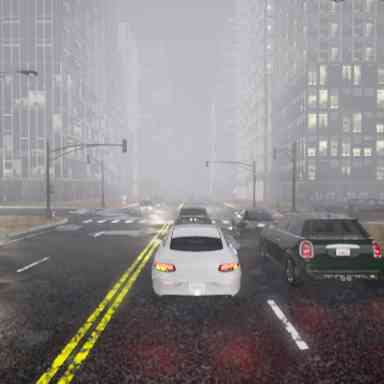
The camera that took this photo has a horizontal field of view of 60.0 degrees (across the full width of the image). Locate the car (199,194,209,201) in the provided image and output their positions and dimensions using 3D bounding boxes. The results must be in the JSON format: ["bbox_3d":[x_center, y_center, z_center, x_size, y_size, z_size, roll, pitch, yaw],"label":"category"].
[{"bbox_3d":[3.048,1.357,80.356,1.882,1.535,5.008,0,0,0],"label":"car"}]

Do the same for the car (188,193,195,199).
[{"bbox_3d":[-0.229,1.176,90.765,1.882,1.535,5.008,0,0,0],"label":"car"}]

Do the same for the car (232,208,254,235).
[{"bbox_3d":[3.304,1.546,17.846,1.994,1.385,4.181,0,0,0],"label":"car"}]

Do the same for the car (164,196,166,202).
[{"bbox_3d":[-6.682,1.382,71.475,1.882,1.535,5.008,0,0,0],"label":"car"}]

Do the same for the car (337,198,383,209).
[{"bbox_3d":[16.127,1.505,29.599,5.009,1.841,2.192,1,0,1],"label":"car"}]

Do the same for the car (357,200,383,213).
[{"bbox_3d":[21.714,1.624,37.900,4.829,1.417,1.752,1,0,1],"label":"car"}]

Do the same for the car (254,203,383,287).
[{"bbox_3d":[3.327,1.343,9.460,2.097,1.767,4.553,0,0,0],"label":"car"}]

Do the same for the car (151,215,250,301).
[{"bbox_3d":[0.081,1.518,8.183,1.812,1.442,4.674,0,0,0],"label":"car"}]

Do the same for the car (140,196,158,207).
[{"bbox_3d":[-6.718,1.503,50.775,1.994,1.385,4.181,0,0,0],"label":"car"}]

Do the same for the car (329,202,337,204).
[{"bbox_3d":[15.066,1.685,35.385,4.718,1.301,1.895,0,1,0],"label":"car"}]

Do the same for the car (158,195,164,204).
[{"bbox_3d":[-6.722,1.400,61.100,1.882,1.535,5.008,0,0,1],"label":"car"}]

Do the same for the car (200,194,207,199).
[{"bbox_3d":[3.021,1.222,90.773,1.812,1.442,4.674,0,0,0],"label":"car"}]

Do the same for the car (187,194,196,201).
[{"bbox_3d":[-0.202,1.379,80.348,1.837,1.490,4.892,0,0,0],"label":"car"}]

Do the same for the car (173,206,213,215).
[{"bbox_3d":[0.056,1.487,17.432,1.837,1.490,4.892,0,0,0],"label":"car"}]
